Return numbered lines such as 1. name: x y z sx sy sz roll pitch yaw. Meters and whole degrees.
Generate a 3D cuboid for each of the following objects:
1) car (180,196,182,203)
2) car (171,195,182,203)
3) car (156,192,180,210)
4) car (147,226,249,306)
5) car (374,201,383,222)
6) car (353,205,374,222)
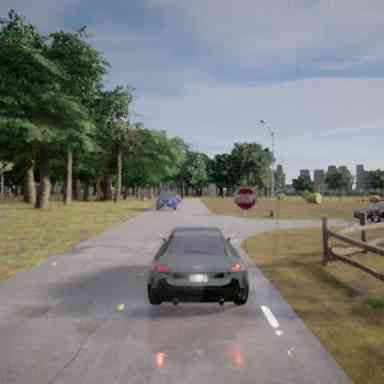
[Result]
1. car: -2.803 1.284 48.550 2.033 1.411 5.357 0 0 1
2. car: -2.757 1.250 59.600 1.812 1.442 4.674 0 0 1
3. car: -2.825 0.981 38.169 2.150 2.045 5.566 0 0 0
4. car: 0.110 1.501 7.960 1.994 1.385 4.181 0 0 0
5. car: 14.792 1.426 21.435 4.718 1.301 1.895 0 -1 2
6. car: 14.363 1.389 24.206 4.892 1.490 1.837 0 -1 0
